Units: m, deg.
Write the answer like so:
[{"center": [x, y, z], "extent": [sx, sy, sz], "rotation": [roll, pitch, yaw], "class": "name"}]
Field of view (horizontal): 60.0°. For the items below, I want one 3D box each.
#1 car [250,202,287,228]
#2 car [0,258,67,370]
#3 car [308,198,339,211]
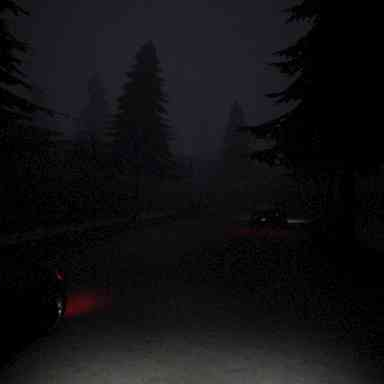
[{"center": [4.972, 1.384, 21.290], "extent": [1.812, 1.442, 4.674], "rotation": [0, 1, 22], "class": "car"}, {"center": [-3.181, 1.521, 3.843], "extent": [1.994, 1.385, 4.181], "rotation": [0, 0, 5], "class": "car"}, {"center": [14.659, 1.327, 36.829], "extent": [2.033, 1.411, 5.357], "rotation": [1, 1, 41], "class": "car"}]
